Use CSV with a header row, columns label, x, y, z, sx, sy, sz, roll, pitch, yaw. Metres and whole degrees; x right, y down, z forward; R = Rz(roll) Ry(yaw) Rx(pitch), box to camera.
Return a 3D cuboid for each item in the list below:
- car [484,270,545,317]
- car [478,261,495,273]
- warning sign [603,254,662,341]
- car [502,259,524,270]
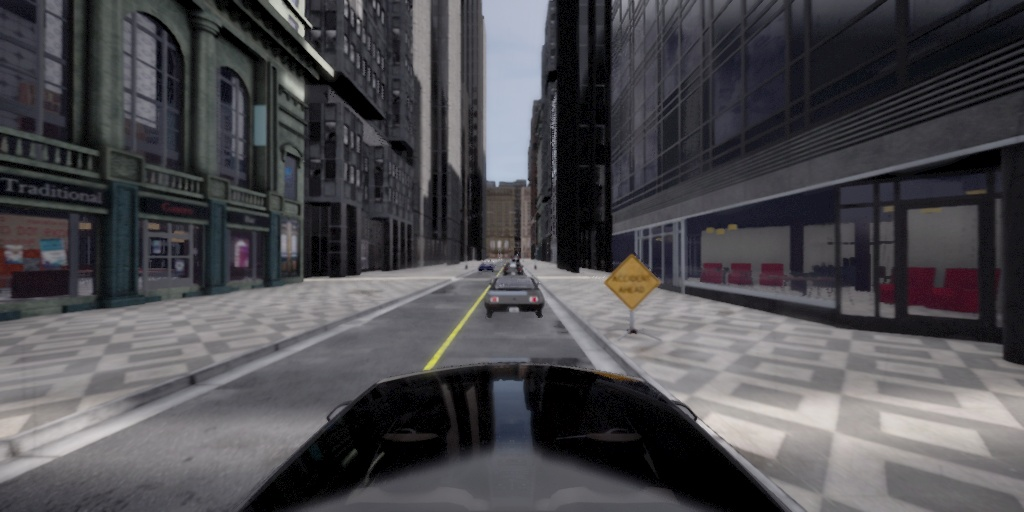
label,x,y,z,sx,sy,sz,roll,pitch,yaw
car,0.086,1.365,13.225,1.895,1.301,4.718,0,0,0
car,-3.073,1.320,43.656,1.895,1.301,4.718,0,0,0
warning sign,2.721,0.876,8.144,1.300,1.860,1.060,0,0,0
car,0.108,1.273,32.480,1.812,1.442,4.674,0,0,0
